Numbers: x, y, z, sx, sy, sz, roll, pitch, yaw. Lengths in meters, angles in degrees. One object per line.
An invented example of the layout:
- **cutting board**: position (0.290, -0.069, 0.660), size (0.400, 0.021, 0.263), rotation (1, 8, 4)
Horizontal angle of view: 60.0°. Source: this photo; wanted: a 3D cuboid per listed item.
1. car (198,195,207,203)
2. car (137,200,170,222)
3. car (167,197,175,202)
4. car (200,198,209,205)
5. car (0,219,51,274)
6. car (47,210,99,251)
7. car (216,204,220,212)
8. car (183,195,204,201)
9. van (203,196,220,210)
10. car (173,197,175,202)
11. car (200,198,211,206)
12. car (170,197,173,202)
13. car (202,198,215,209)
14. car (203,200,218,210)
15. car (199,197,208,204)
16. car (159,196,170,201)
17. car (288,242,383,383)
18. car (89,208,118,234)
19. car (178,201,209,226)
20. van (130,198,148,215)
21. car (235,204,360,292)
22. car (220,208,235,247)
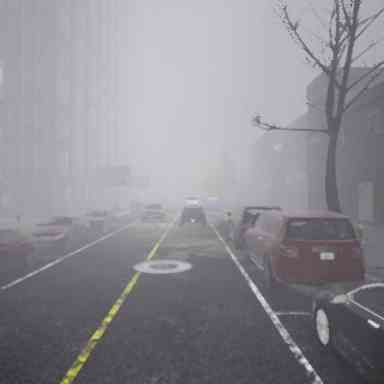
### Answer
- **car**: position (2.587, 1.819, 86.672), size (2.192, 1.841, 5.009), rotation (1, 0, 0)
- **car**: position (-3.135, 1.693, 28.094), size (1.837, 1.490, 4.892), rotation (0, -1, 0)
- **car**: position (-5.804, 2.095, 92.205), size (1.947, 1.339, 4.313), rotation (1, 0, 0)
- **car**: position (2.606, 2.004, 70.033), size (1.802, 1.307, 4.206), rotation (1, 0, 0)
- **car**: position (-5.693, 1.645, 9.009), size (1.802, 1.307, 4.206), rotation (1, 0, 0)
- **car**: position (-5.700, 1.683, 14.558), size (1.802, 1.307, 4.206), rotation (1, 0, 0)
- **car**: position (2.674, 1.664, 20.287), size (1.752, 1.417, 4.829), rotation (1, 0, 0)
- **car**: position (0.040, 1.501, 43.877), size (2.150, 2.045, 5.566), rotation (0, 0, 0)
- **van**: position (2.646, 1.613, 42.303), size (1.690, 1.788, 3.998), rotation (1, 0, 0)
- **car**: position (-5.796, 2.028, 86.487), size (1.752, 1.417, 4.829), rotation (1, 0, 0)
- **car**: position (2.614, 1.938, 64.488), size (1.887, 1.381, 4.507), rotation (1, 0, 0)
- **car**: position (-5.770, 1.736, 70.021), size (2.192, 1.841, 5.009), rotation (1, 0, 0)
- **car**: position (2.630, 1.774, 53.395), size (1.967, 1.590, 4.097), rotation (1, 0, 0)
- **car**: position (2.636, 1.869, 47.848), size (1.947, 1.339, 4.313), rotation (1, 0, 0)
- **car**: position (2.599, 1.976, 75.749), size (1.752, 1.417, 4.829), rotation (1, 0, 0)
- **car**: position (-5.767, 1.974, 64.474), size (1.802, 1.307, 4.206), rotation (1, 0, 0)
- **car**: position (2.696, 1.577, 3.476), size (2.008, 1.369, 4.403), rotation (1, 0, 0)
- **car**: position (-5.707, 1.682, 20.104), size (1.887, 1.381, 4.507), rotation (1, 0, 0)
- **car**: position (0.061, 1.672, 24.676), size (1.837, 1.490, 4.892), rotation (0, 0, 0)
- **van**: position (-5.726, 1.579, 36.745), size (1.690, 1.788, 3.998), rotation (1, 0, 0)
- **car**: position (2.691, 1.379, 9.023), size (2.192, 1.841, 5.009), rotation (1, 0, 0)
- **car**: position (2.684, 1.417, 14.572), size (2.192, 1.841, 5.009), rotation (1, 0, 0)
